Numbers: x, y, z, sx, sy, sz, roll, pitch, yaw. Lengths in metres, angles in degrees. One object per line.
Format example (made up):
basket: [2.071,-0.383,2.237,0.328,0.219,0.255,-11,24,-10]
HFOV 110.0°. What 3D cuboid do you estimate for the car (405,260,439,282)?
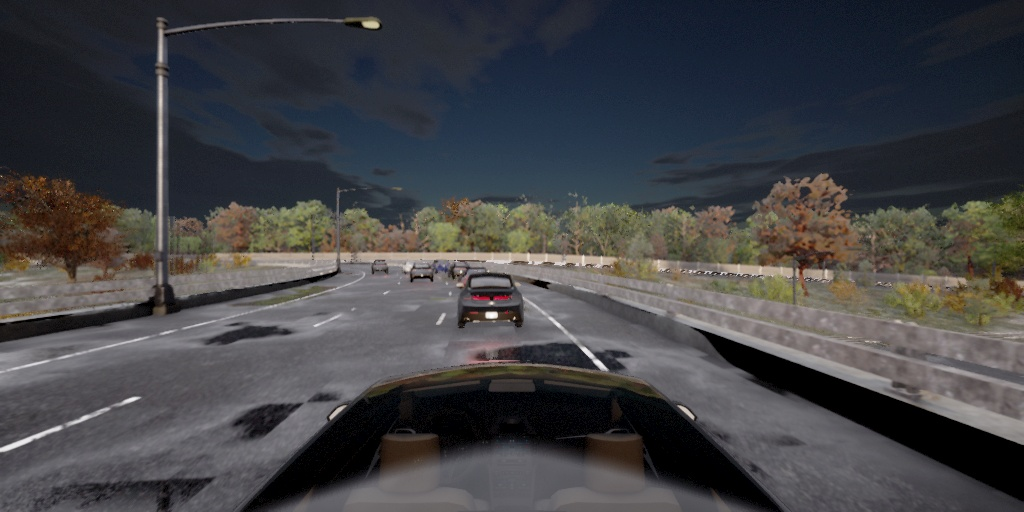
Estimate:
car: [-7.596,1.299,30.074,2.128,1.511,4.902,0,0,-16]

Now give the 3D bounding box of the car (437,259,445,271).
car: [-8.828,1.184,44.228,2.097,1.767,4.553,0,0,-22]

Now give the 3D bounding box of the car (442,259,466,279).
car: [-4.884,1.300,33.183,2.128,1.511,4.902,0,0,-16]

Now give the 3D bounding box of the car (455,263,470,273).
car: [-2.201,1.350,21.725,1.994,1.385,4.181,0,0,-11]

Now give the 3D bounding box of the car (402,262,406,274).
car: [-12.211,1.360,43.310,1.812,1.442,4.674,0,0,-22]

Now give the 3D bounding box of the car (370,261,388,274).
car: [-16.107,1.333,43.546,2.128,1.511,4.902,0,0,-23]

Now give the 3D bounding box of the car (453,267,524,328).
car: [-0.742,1.272,11.565,1.837,1.490,4.892,0,0,-5]
